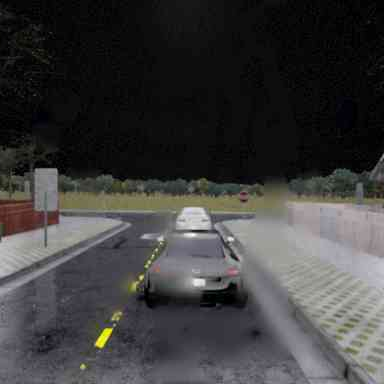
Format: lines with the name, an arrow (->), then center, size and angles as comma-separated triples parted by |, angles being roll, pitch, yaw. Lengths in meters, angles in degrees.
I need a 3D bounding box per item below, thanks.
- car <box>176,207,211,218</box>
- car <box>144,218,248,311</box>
car -> 0.085, 1.522, 18.324 | 1.812, 1.442, 4.674 | 0, 0, 1
car -> 0.090, 1.561, 7.865 | 1.994, 1.385, 4.181 | 0, 0, 1
